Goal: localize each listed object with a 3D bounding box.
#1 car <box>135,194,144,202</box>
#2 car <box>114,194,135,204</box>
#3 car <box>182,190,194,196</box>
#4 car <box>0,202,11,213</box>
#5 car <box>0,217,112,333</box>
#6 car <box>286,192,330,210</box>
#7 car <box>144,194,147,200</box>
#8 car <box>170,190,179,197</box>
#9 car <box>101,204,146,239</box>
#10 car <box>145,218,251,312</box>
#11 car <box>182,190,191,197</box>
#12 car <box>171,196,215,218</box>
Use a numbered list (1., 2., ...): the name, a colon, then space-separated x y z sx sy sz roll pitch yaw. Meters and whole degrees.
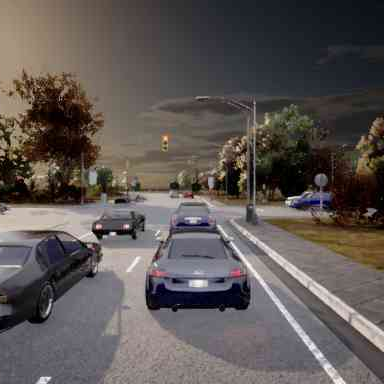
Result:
1. car: -10.800 1.089 61.303 2.128 1.511 4.902 0 0 0
2. car: -10.789 1.269 52.201 1.895 1.301 4.718 0 0 0
3. car: -0.772 0.566 83.475 2.150 2.045 5.566 0 1 -4
4. car: -19.969 1.303 31.699 4.902 1.511 2.128 0 0 -3
5. car: -3.417 1.528 7.067 2.033 1.411 5.357 0 0 -1
6. car: 14.021 0.993 37.455 5.566 2.045 2.150 0 0 -3
7. car: -10.842 1.095 71.260 1.895 1.301 4.718 0 1 -1
8. car: -4.320 0.886 84.154 1.994 1.385 4.181 0 1 -4
9. car: -3.477 1.518 16.711 1.895 1.301 4.718 0 0 -1
10. car: 0.081 1.541 7.755 1.994 1.385 4.181 0 0 -1
11. car: -1.589 0.393 94.123 2.097 1.767 4.553 0 1 -7
12. car: 0.044 1.271 16.389 2.097 1.767 4.553 0 0 0
